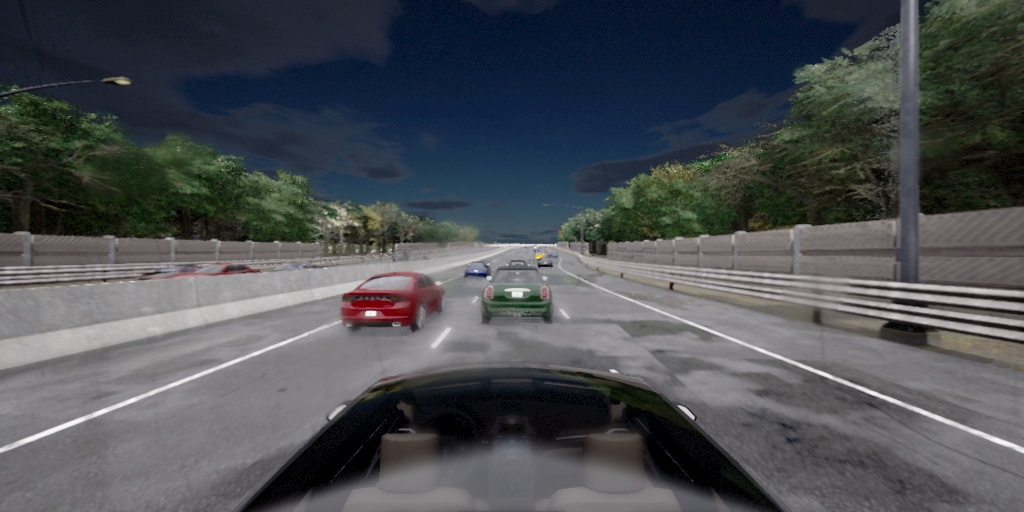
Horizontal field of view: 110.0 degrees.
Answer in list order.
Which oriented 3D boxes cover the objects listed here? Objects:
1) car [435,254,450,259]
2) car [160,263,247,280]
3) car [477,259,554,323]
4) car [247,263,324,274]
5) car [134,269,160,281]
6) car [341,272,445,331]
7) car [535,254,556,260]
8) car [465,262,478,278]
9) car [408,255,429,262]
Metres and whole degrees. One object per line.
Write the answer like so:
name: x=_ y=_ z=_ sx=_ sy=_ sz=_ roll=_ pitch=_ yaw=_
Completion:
car: x=-12.322 y=0.424 z=64.000 sx=1.994 sy=1.385 sz=4.181 roll=0 pitch=2 yaw=4
car: x=-17.402 y=1.191 z=21.373 sx=1.882 sy=1.535 sz=5.008 roll=0 pitch=0 yaw=1
car: x=0.170 y=1.094 z=12.187 sx=2.097 sy=1.767 sz=4.553 roll=0 pitch=0 yaw=1
car: x=-13.872 y=1.195 z=22.887 sx=2.128 sy=1.511 sz=4.902 roll=0 pitch=0 yaw=1
car: x=-20.880 y=1.270 z=22.456 sx=1.994 sy=1.385 sz=4.181 roll=0 pitch=0 yaw=1
car: x=-3.342 y=1.220 z=11.023 sx=1.882 sy=1.535 sz=5.008 roll=0 pitch=0 yaw=0
car: x=4.529 y=0.800 z=49.456 sx=1.994 sy=1.385 sz=4.181 roll=0 pitch=2 yaw=2
car: x=-2.970 y=1.173 z=31.866 sx=1.994 sy=1.385 sz=4.181 roll=0 pitch=1 yaw=1
car: x=-15.914 y=0.473 z=62.465 sx=1.994 sy=1.385 sz=4.181 roll=0 pitch=2 yaw=4
